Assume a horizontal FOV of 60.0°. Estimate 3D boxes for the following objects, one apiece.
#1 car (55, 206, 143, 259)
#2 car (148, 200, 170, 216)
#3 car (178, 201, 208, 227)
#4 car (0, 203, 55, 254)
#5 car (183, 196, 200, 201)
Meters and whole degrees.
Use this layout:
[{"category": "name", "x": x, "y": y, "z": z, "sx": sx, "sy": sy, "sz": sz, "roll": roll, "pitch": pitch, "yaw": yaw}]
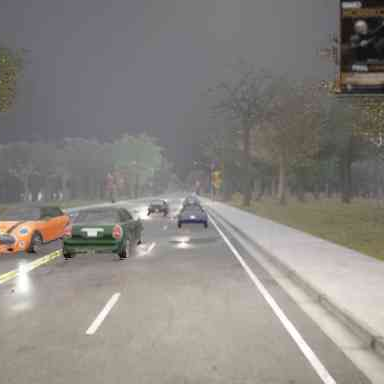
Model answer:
[{"category": "car", "x": -3.170, "y": 1.344, "z": 12.682, "sx": 2.097, "sy": 1.767, "sz": 4.553, "roll": 0, "pitch": 0, "yaw": 0}, {"category": "car", "x": -3.260, "y": 1.512, "z": 32.868, "sx": 1.812, "sy": 1.442, "sz": 4.674, "roll": 0, "pitch": 0, "yaw": 0}, {"category": "car", "x": 0.044, "y": 1.552, "z": 22.971, "sx": 1.994, "sy": 1.385, "sz": 4.181, "roll": 0, "pitch": 0, "yaw": 0}, {"category": "car", "x": -6.610, "y": 1.344, "z": 13.396, "sx": 2.097, "sy": 1.767, "sz": 4.553, "roll": 0, "pitch": 0, "yaw": 0}, {"category": "car", "x": -0.067, "y": 1.338, "z": 40.839, "sx": 2.097, "sy": 1.767, "sz": 4.553, "roll": 0, "pitch": 0, "yaw": 0}]
